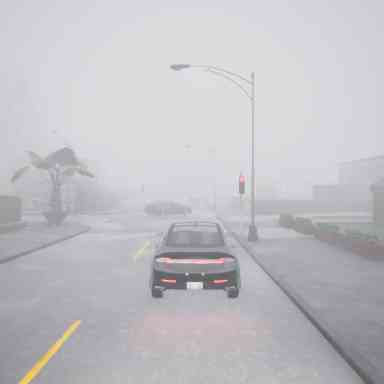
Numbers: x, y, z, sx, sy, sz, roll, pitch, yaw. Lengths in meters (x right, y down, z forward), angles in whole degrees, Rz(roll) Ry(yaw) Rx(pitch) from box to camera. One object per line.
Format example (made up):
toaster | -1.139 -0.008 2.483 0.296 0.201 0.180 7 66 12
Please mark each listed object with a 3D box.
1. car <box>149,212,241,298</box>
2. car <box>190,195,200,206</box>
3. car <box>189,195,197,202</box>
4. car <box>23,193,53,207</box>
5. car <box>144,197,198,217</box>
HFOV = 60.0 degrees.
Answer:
car | 0.084 1.496 8.492 2.128 1.511 4.902 0 0 1
car | 0.324 1.523 56.333 2.128 1.511 4.902 0 0 0
car | 0.321 1.523 80.547 1.882 1.535 5.008 0 0 0
car | -19.590 1.010 42.952 1.905 1.878 3.866 0 0 35
car | -2.162 1.509 30.596 4.902 1.511 2.128 0 1 -45
